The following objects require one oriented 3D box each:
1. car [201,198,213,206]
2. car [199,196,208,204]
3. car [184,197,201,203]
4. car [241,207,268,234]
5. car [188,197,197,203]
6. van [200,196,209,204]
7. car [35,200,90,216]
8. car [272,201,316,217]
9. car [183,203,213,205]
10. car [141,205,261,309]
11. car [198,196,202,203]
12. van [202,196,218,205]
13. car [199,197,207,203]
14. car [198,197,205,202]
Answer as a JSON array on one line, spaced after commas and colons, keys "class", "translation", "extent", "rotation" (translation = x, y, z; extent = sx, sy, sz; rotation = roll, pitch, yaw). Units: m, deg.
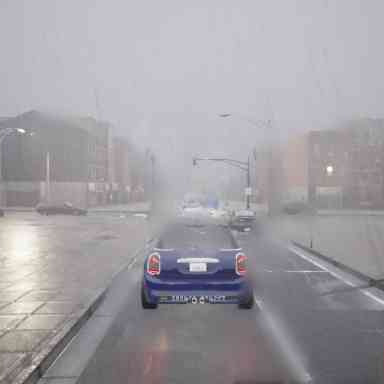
[{"class": "car", "translation": [2.688, 1.797, 60.917], "extent": [2.008, 1.369, 4.403], "rotation": [-1, -1, 0]}, {"class": "car", "translation": [2.702, 1.828, 76.789], "extent": [1.967, 1.590, 4.097], "rotation": [-1, -1, 0]}, {"class": "car", "translation": [-0.138, 1.743, 46.296], "extent": [1.895, 1.301, 4.718], "rotation": [0, 0, 4]}, {"class": "car", "translation": [2.645, 1.573, 18.089], "extent": [2.008, 1.369, 4.403], "rotation": [-1, 0, 0]}, {"class": "car", "translation": [0.090, 1.964, 81.729], "extent": [2.128, 1.511, 4.902], "rotation": [0, -1, 0]}, {"class": "van", "translation": [2.694, 1.678, 71.500], "extent": [1.690, 1.788, 3.998], "rotation": [-1, -1, 0]}, {"class": "car", "translation": [-11.686, 1.460, 30.157], "extent": [4.674, 1.442, 1.812], "rotation": [1, 1, 2]}, {"class": "car", "translation": [9.773, 1.686, 33.040], "extent": [4.892, 1.490, 1.837], "rotation": [1, 1, 0]}, {"class": "car", "translation": [0.148, 1.547, 17.837], "extent": [1.812, 1.442, 4.674], "rotation": [0, 0, 1]}, {"class": "car", "translation": [0.107, 1.356, 8.018], "extent": [2.097, 1.767, 4.553], "rotation": [0, 0, 0]}, {"class": "car", "translation": [2.678, 1.519, 55.630], "extent": [2.192, 1.841, 5.009], "rotation": [-1, 0, 0]}, {"class": "van", "translation": [2.668, 1.477, 45.048], "extent": [1.690, 1.788, 3.998], "rotation": [-1, 0, 0]}, {"class": "car", "translation": [2.709, 1.987, 82.078], "extent": [1.887, 1.381, 4.507], "rotation": [-1, -1, 0]}, {"class": "car", "translation": [2.721, 2.144, 92.658], "extent": [1.802, 1.307, 4.206], "rotation": [-2, -1, 0]}]
